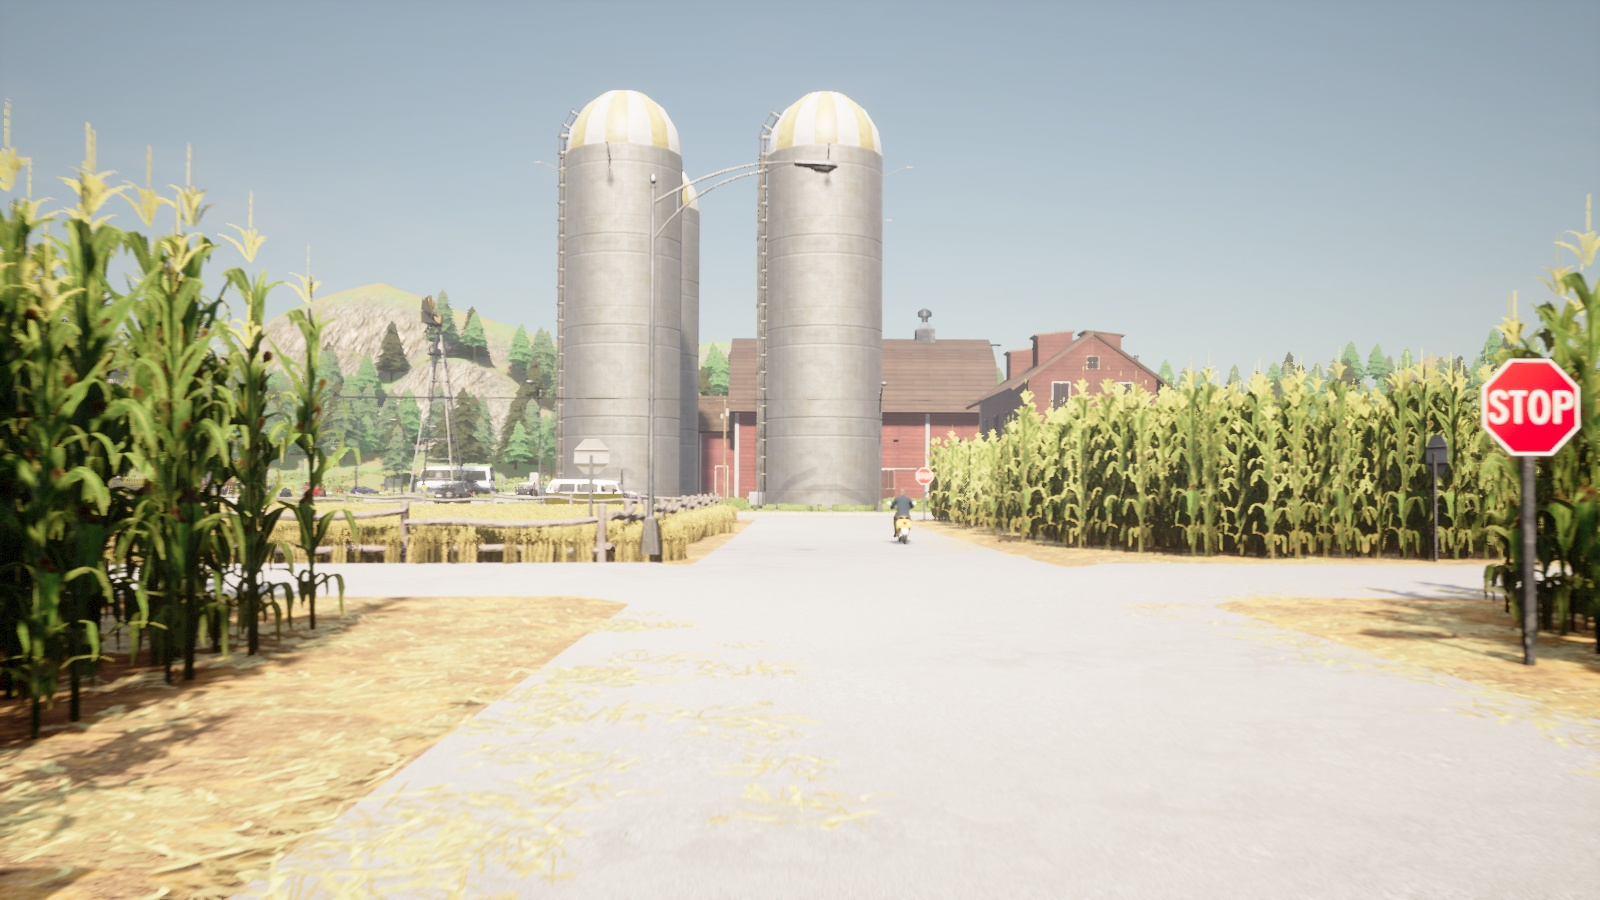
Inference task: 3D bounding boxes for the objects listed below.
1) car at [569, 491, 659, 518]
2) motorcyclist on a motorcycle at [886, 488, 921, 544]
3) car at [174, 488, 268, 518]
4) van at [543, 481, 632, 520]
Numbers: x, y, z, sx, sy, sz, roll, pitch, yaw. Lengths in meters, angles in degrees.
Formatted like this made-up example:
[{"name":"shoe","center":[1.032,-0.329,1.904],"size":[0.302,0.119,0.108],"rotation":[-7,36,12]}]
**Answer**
[{"name":"car","center":[-10.483,3.059,71.101],"size":[4.792,1.488,2.163],"rotation":[0,-2,1]},{"name":"motorcyclist on a motorcycle","center":[3.012,1.913,36.851],"size":[0.866,1.590,1.817],"rotation":[0,-2,0]},{"name":"car","center":[-33.279,3.027,72.186],"size":[4.611,1.667,2.242],"rotation":[1,-2,-32]},{"name":"van","center":[-11.414,2.686,67.634],"size":[4.480,2.038,2.069],"rotation":[0,-2,0]}]
